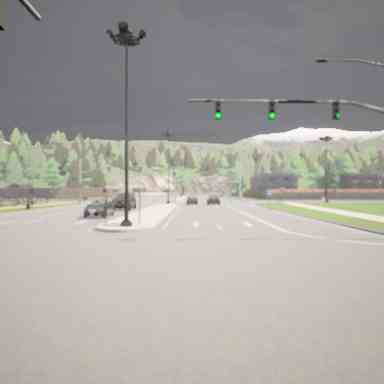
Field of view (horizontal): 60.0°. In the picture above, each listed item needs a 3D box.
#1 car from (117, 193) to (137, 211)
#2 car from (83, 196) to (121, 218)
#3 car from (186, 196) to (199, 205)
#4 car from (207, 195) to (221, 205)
[{"bbox_3d":[-8.060,1.133,40.093,2.150,2.045,5.566,0,0,1],"label":"car"},{"bbox_3d":[-8.086,1.426,29.365,2.128,1.511,4.902,0,0,0],"label":"car"},{"bbox_3d":[0.022,1.372,54.942,2.128,1.511,4.902,0,0,0],"label":"car"},{"bbox_3d":[3.522,1.232,54.913,2.097,1.767,4.553,0,0,0],"label":"car"}]
